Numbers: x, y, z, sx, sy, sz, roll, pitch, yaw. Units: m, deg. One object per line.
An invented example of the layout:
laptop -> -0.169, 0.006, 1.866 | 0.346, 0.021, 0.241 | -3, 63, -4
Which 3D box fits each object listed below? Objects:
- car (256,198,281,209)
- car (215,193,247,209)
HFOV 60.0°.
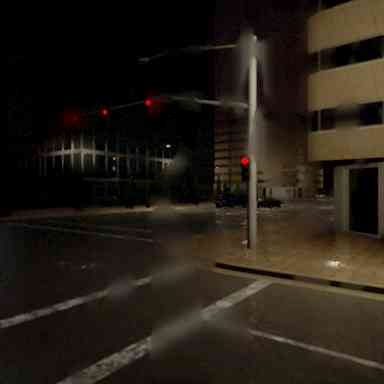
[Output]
car -> 10.528, 1.520, 45.761 | 2.033, 1.411, 5.357 | 0, 0, 37
car -> 5.311, 1.189, 44.610 | 2.150, 2.045, 5.566 | 0, 0, 37
